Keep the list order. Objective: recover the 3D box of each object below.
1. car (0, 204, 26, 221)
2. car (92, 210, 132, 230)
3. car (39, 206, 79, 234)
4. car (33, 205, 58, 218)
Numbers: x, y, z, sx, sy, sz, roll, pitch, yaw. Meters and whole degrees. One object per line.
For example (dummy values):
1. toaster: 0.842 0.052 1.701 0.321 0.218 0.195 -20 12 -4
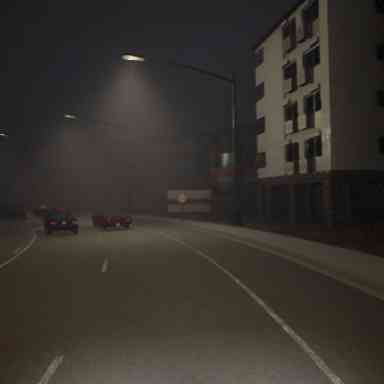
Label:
1. car: -19.871 2.099 36.056 4.553 1.767 2.097 -2 -1 41
2. car: -5.965 1.949 24.320 1.895 1.301 4.718 -1 -1 -27
3. car: -8.758 1.935 22.139 2.033 1.411 5.357 -1 -1 -27
4. car: -16.133 2.173 37.457 4.902 1.511 2.128 -2 -1 42
